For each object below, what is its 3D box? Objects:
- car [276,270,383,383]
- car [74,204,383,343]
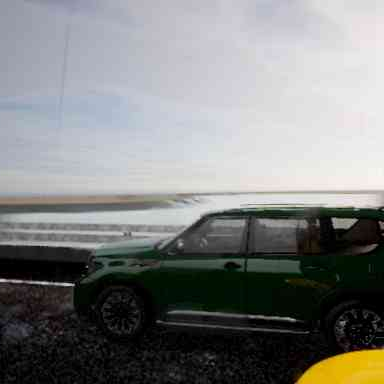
[{"bbox_3d":[3.012,1.472,1.513,5.008,1.535,1.882,0,0,13],"label":"car"},{"bbox_3d":[0.882,1.234,5.586,5.566,2.045,2.150,0,0,13],"label":"car"}]
